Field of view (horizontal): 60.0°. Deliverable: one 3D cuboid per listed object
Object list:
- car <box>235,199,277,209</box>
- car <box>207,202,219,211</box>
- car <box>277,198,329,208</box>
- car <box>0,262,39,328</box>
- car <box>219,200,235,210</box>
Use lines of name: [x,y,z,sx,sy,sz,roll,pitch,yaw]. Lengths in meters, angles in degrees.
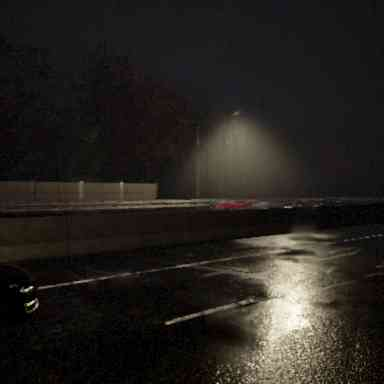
car: [6.861,1.549,30.358,5.357,1.411,2.033,0,0,-35]
car: [3.675,1.567,36.670,4.181,1.385,1.994,0,0,-35]
car: [9.706,1.352,28.074,4.553,1.767,2.097,0,0,-35]
car: [-4.853,1.507,4.704,4.892,1.490,1.837,0,0,-35]
car: [5.554,1.479,33.717,5.008,1.535,1.882,0,0,-35]
